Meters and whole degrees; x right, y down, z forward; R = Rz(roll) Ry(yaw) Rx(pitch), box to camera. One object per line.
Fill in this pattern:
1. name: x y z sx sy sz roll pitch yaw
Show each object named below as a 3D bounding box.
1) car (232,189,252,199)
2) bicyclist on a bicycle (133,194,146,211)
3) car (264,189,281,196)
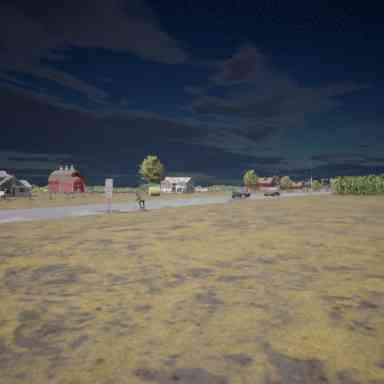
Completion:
1. car: 8.574 0.347 56.805 1.837 1.490 4.892 1 2 36
2. bicyclist on a bicycle: -4.902 0.995 31.130 1.656 1.620 0.582 0 1 35
3. car: 16.445 0.153 67.869 2.033 1.411 5.357 1 2 35
